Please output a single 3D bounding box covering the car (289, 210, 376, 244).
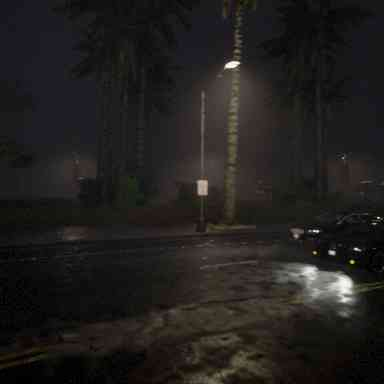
[{"bbox_3d":[6.593,1.578,14.653,4.902,1.511,2.128,1,0,-22],"label":"car"}]

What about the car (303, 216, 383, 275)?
[{"bbox_3d":[5.996,1.641,10.623,4.181,1.385,1.994,1,0,-22],"label":"car"}]
